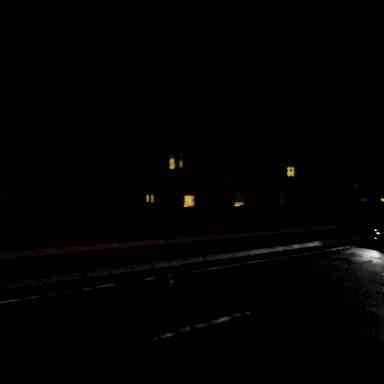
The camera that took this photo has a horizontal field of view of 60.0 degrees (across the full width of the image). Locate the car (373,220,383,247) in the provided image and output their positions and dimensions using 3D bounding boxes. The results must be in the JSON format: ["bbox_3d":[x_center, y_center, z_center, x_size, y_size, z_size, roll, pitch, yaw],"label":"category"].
[{"bbox_3d":[9.953,1.657,14.773,4.892,1.490,1.837,1,0,-35],"label":"car"}]
